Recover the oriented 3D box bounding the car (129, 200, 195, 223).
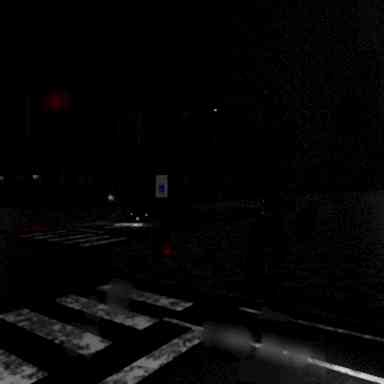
[{"bbox_3d":[-1.907,1.273,23.250,2.033,1.411,5.357,0,1,36],"label":"car"}]

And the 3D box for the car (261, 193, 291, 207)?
[{"bbox_3d":[10.133,0.955,40.088,1.837,1.490,4.892,0,1,36],"label":"car"}]

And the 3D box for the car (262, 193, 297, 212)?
[{"bbox_3d":[8.710,1.032,32.622,1.882,1.535,5.008,0,1,36],"label":"car"}]
